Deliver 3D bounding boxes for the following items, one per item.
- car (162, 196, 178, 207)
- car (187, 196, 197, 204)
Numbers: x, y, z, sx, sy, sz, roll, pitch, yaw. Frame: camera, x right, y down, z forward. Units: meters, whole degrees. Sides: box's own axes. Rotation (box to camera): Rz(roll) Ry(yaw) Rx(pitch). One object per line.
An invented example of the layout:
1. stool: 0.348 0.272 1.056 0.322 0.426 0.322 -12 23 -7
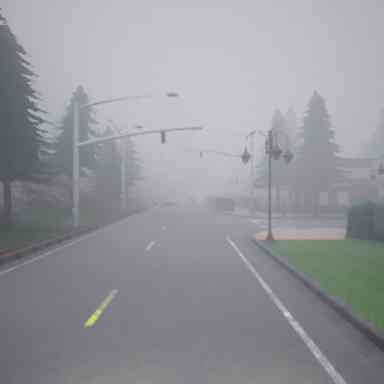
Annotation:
1. car: -3.572 1.475 51.451 1.882 1.535 5.008 0 0 0
2. car: -0.006 1.478 66.308 1.882 1.535 5.008 0 0 0
